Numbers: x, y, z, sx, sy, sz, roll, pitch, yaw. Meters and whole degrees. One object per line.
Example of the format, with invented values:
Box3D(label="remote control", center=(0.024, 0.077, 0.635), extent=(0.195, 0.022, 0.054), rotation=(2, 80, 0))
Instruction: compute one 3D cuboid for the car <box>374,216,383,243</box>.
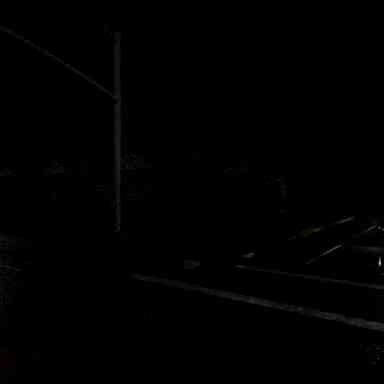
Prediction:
Box3D(label="car", center=(9.680, 1.466, 15.217), extent=(1.837, 1.490, 4.892), rotation=(0, 0, 35))
